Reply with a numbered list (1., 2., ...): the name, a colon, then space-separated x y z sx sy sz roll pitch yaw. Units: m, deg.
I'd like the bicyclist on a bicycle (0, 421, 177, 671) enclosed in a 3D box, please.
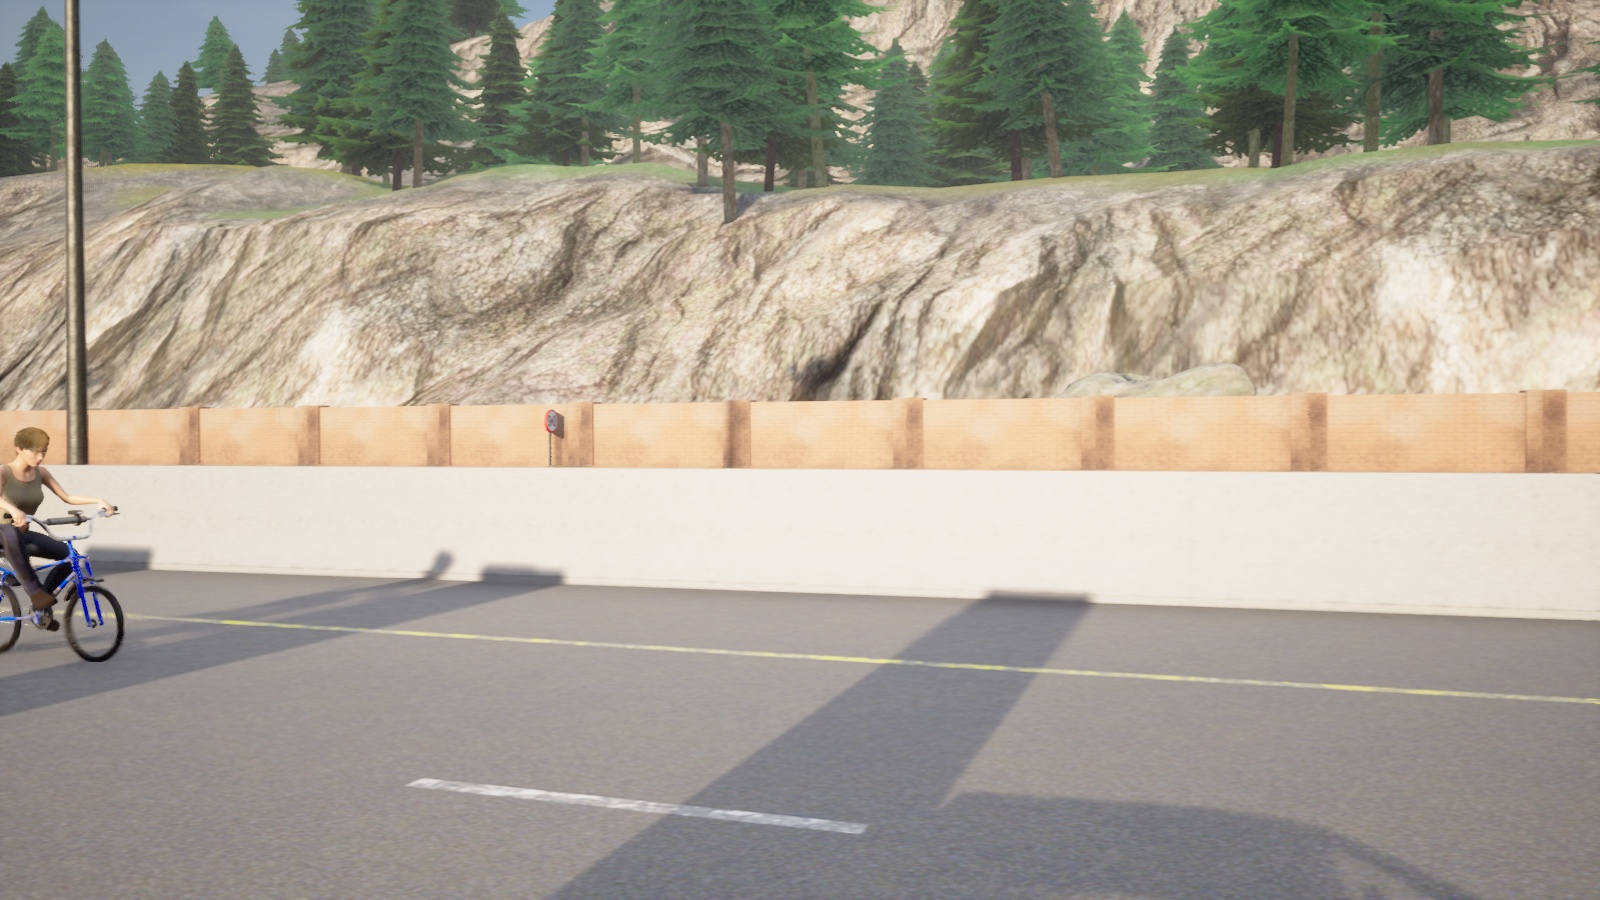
1. bicyclist on a bicycle: -5.269 0.606 8.732 1.509 1.612 0.866 1 1 20
